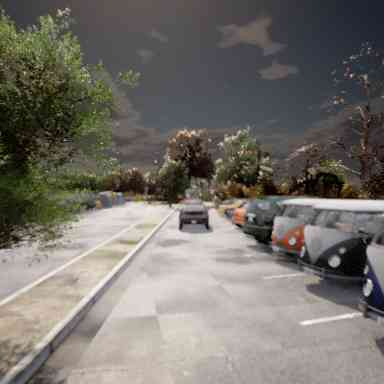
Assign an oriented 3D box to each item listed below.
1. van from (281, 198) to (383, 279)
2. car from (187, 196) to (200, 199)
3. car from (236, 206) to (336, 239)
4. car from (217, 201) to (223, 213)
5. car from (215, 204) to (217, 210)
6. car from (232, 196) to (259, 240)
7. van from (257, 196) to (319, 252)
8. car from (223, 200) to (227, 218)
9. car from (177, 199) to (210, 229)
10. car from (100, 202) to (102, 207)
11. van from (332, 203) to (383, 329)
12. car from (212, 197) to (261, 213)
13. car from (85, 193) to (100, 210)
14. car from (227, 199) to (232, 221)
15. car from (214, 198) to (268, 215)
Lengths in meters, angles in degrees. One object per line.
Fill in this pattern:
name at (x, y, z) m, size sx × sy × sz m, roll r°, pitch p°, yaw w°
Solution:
van at (4.729, 1.242, 8.241) m, size 4.442 × 1.987 × 1.878 m, roll 1°, pitch 0°, yaw -20°
car at (0.155, 1.269, 39.010) m, size 2.097 × 1.767 × 4.553 m, roll 0°, pitch 0°, yaw 0°
car at (4.844, 1.491, 17.211) m, size 4.674 × 1.452 × 2.002 m, roll 1°, pitch 0°, yaw -20°
car at (4.832, 1.462, 26.544) m, size 4.792 × 1.488 × 2.163 m, roll 1°, pitch 0°, yaw -20°
car at (5.036, 1.425, 30.019) m, size 5.366 × 1.575 × 1.946 m, roll 1°, pitch 0°, yaw -20°
car at (4.868, 1.206, 14.249) m, size 5.566 × 2.045 × 2.435 m, roll 1°, pitch 0°, yaw -20°
van at (4.729, 1.236, 11.218) m, size 4.442 × 1.987 × 1.878 m, roll 1°, pitch 0°, yaw -20°
car at (4.882, 1.314, 23.174) m, size 4.553 × 1.767 × 2.185 m, roll 1°, pitch 0°, yaw -20°
car at (0.119, 1.462, 21.525) m, size 1.837 × 1.490 × 4.892 m, roll 0°, pitch 0°, yaw 0°
car at (-13.417, 1.364, 39.251) m, size 5.366 × 1.575 × 1.946 m, roll -1°, pitch 1°, yaw -20°
van at (4.728, 1.248, 5.262) m, size 4.442 × 1.987 × 1.878 m, roll 1°, pitch 0°, yaw -20°
car at (4.885, 1.412, 36.738) m, size 4.892 × 1.521 × 2.231 m, roll 1°, pitch 1°, yaw -20°
car at (-13.286, 1.134, 36.275) m, size 5.566 × 2.045 × 2.435 m, roll -1°, pitch 1°, yaw -20°
car at (4.816, 1.319, 20.183) m, size 4.553 × 1.767 × 2.185 m, roll 1°, pitch 0°, yaw -20°
car at (4.865, 1.420, 33.343) m, size 4.892 × 1.521 × 2.231 m, roll 1°, pitch 0°, yaw -20°
